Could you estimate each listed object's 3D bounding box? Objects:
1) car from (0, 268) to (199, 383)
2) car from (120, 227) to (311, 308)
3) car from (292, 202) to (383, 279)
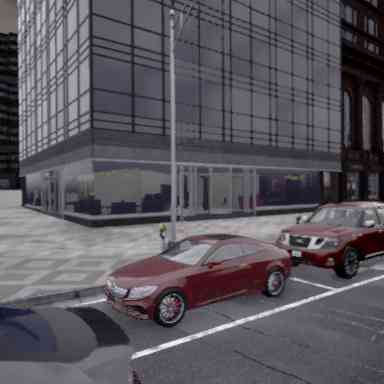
[{"bbox_3d":[-2.581,1.500,1.516,4.902,1.511,2.128,0,0,-35],"label":"car"},{"bbox_3d":[0.333,1.555,6.889,4.206,1.307,1.802,0,0,-35],"label":"car"},{"bbox_3d":[4.748,1.253,10.040,5.009,1.841,2.192,0,0,-35],"label":"car"}]
